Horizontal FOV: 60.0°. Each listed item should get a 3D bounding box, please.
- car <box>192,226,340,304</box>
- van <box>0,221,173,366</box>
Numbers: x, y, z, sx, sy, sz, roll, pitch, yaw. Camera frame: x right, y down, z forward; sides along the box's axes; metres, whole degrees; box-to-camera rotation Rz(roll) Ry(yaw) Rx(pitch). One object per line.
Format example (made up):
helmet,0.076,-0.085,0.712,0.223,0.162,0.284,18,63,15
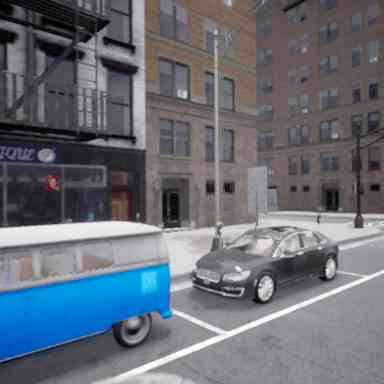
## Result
car,1.969,1.556,8.096,4.403,1.369,2.008,0,0,-40
van,-2.171,1.374,4.617,3.998,1.788,1.690,0,0,-40
